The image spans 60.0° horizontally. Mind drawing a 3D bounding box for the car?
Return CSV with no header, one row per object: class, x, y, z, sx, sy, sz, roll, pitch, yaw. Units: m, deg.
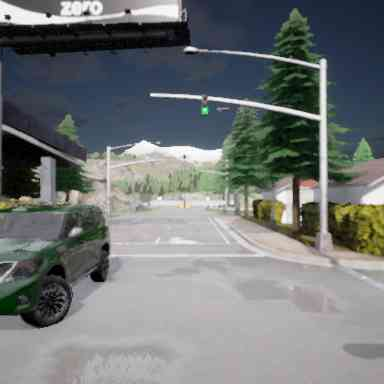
car,-3.506,1.315,7.821,2.150,2.045,5.566,0,-1,1
